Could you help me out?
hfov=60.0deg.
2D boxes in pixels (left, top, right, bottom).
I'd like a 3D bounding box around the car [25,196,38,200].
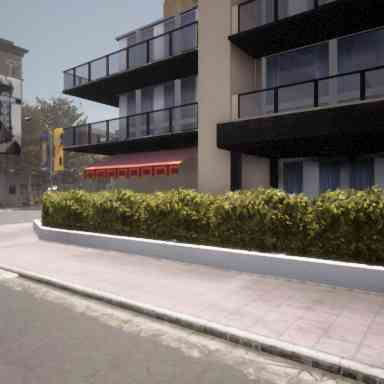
[{"bbox_3d":[-34.539,1.480,68.283,4.892,1.521,2.231,0,0,37],"label":"car"}]
